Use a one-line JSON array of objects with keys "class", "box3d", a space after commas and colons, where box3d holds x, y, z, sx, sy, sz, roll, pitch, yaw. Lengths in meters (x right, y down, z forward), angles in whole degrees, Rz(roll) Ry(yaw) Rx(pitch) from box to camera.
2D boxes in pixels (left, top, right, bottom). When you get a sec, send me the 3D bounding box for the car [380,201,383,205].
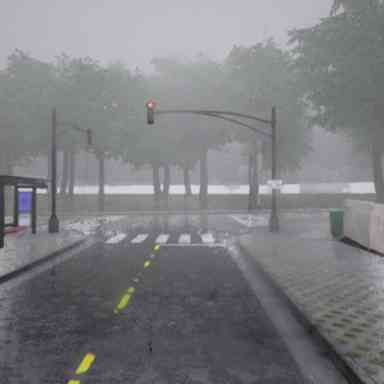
[{"class": "car", "box3d": [14.267, 0.858, 20.797, 4.553, 1.767, 2.097, -1, -1, 0]}]
